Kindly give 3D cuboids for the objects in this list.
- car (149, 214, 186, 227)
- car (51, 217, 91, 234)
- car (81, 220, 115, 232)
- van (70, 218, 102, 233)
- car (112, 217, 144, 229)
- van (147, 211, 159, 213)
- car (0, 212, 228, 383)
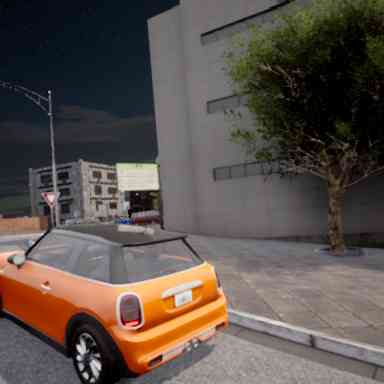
[{"bbox_3d":[-3.586,4.205,48.666,5.008,1.535,2.097,-7,-8,22],"label":"car"},{"bbox_3d":[-15.041,4.145,41.665,2.097,1.767,4.553,-7,-6,24],"label":"car"},{"bbox_3d":[-15.013,5.489,53.141,5.008,1.535,2.097,-7,-7,23],"label":"car"},{"bbox_3d":[-16.227,5.056,50.670,4.442,1.987,1.878,-7,-7,23],"label":"van"},{"bbox_3d":[-9.020,4.436,47.541,1.882,1.535,5.008,-7,-7,23],"label":"car"},{"bbox_3d":[-5.713,3.537,43.502,4.442,1.987,1.878,-7,-7,23],"label":"van"},{"bbox_3d":[-1.707,1.315,5.539,4.553,1.767,2.097,1,1,41],"label":"car"}]
